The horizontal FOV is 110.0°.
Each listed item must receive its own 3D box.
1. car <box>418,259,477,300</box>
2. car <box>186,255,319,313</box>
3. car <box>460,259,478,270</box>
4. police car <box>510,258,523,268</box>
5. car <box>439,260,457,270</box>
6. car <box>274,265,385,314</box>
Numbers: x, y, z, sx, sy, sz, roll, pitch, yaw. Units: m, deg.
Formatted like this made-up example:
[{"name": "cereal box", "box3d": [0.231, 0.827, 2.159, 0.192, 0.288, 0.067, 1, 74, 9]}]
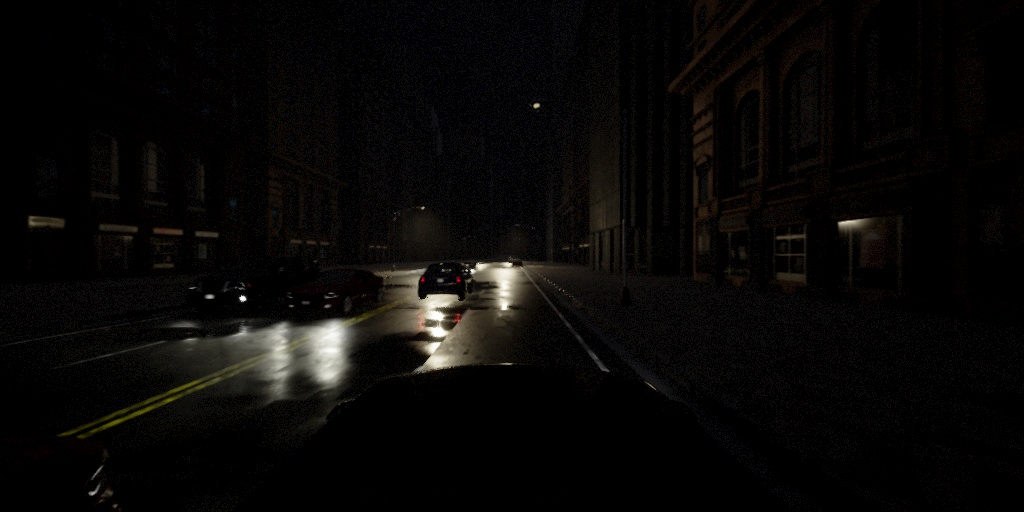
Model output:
[{"name": "car", "box3d": [-3.150, 1.104, 17.870, 2.097, 1.767, 4.553, 0, 0, 0]}, {"name": "car", "box3d": [-9.849, 0.973, 14.446, 2.150, 2.045, 5.566, 0, 0, 0]}, {"name": "car", "box3d": [-6.561, 1.260, 55.143, 2.128, 1.511, 4.902, 0, 0, 0]}, {"name": "police car", "box3d": [0.976, 1.205, 64.364, 1.930, 1.638, 5.238, 0, 0, 0]}, {"name": "car", "box3d": [-9.809, 1.332, 55.405, 1.994, 1.385, 4.181, 0, 0, 0]}, {"name": "car", "box3d": [-6.599, 1.229, 13.974, 1.882, 1.535, 5.008, 0, 0, 0]}]
